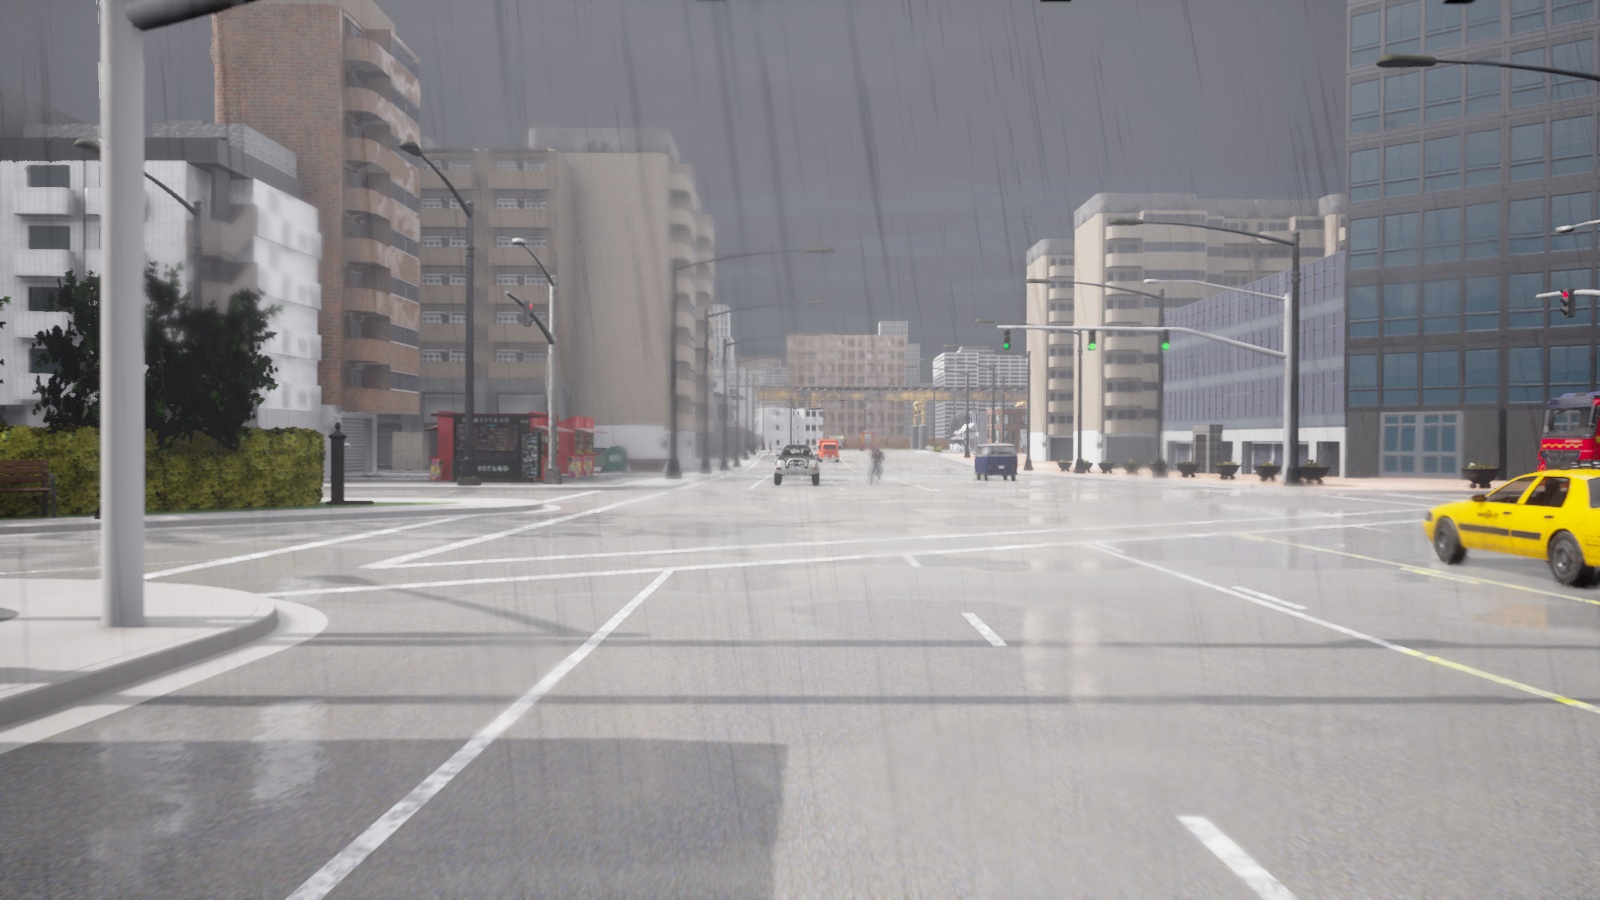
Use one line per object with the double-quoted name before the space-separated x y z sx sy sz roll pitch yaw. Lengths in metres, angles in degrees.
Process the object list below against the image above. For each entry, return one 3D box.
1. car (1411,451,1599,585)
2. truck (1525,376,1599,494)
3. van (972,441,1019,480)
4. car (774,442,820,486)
"car" 10.385 0.810 16.825 1.801 1.575 5.366 0 0 0
"truck" 29.392 -0.506 42.100 8.468 3.827 2.891 0 0 0
"van" 10.339 0.542 66.702 1.775 1.987 4.442 0 0 0
"car" -0.132 0.596 55.307 1.932 1.855 4.605 0 0 0
